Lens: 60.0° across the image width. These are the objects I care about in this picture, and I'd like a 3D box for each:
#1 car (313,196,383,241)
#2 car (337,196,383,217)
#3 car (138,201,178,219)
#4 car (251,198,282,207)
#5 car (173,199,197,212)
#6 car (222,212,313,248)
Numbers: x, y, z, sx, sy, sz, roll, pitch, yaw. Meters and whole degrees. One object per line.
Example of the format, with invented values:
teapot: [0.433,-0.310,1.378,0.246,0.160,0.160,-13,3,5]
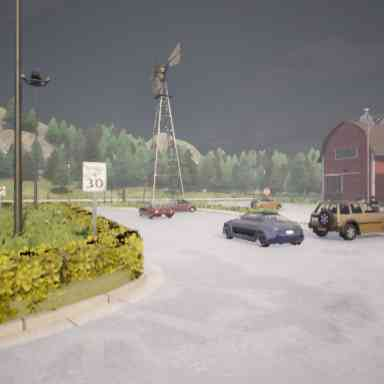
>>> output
car: [8.029,1.306,16.457,4.605,1.855,1.932,0,0,-24]
car: [15.825,1.309,31.247,3.866,1.878,1.905,0,0,-24]
car: [-3.192,1.613,28.711,1.895,1.301,4.718,0,0,-25]
car: [9.684,1.501,43.263,4.193,1.474,1.816,0,0,-24]
car: [-1.511,1.516,36.813,3.905,1.438,1.784,0,0,-24]
car: [3.050,1.569,15.039,1.994,1.385,4.181,0,0,-25]
